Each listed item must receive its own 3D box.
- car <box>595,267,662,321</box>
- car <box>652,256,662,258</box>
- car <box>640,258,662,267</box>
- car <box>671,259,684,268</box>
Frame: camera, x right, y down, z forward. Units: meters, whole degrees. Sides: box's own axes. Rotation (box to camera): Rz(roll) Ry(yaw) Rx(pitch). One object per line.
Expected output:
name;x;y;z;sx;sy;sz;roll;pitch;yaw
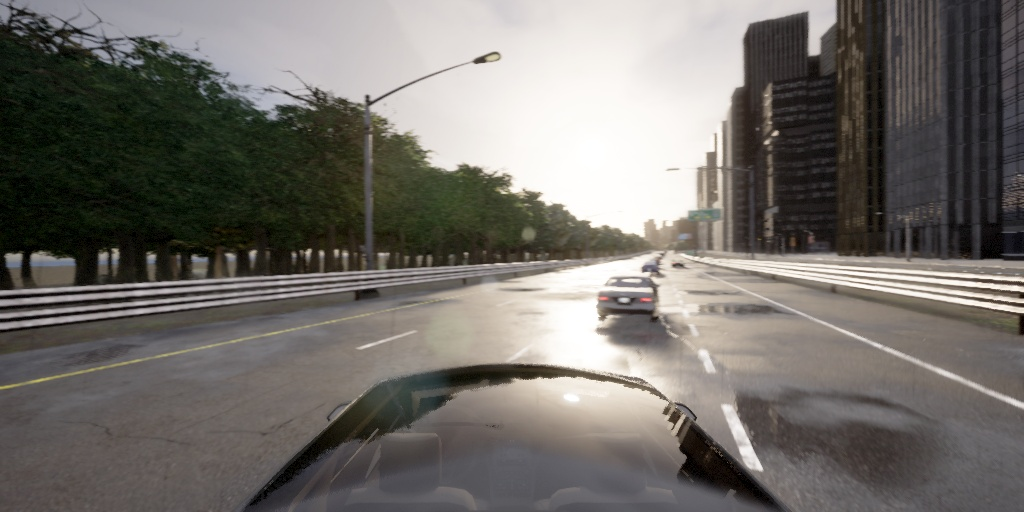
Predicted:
car;4.120;1.282;12.452;2.033;1.411;5.357;-1;0;22
car;21.783;1.132;55.471;1.837;1.490;4.892;-1;0;22
car;14.743;1.205;38.330;1.812;1.442;4.674;-1;0;22
car;26.509;1.170;57.511;1.895;1.301;4.718;-1;0;22
